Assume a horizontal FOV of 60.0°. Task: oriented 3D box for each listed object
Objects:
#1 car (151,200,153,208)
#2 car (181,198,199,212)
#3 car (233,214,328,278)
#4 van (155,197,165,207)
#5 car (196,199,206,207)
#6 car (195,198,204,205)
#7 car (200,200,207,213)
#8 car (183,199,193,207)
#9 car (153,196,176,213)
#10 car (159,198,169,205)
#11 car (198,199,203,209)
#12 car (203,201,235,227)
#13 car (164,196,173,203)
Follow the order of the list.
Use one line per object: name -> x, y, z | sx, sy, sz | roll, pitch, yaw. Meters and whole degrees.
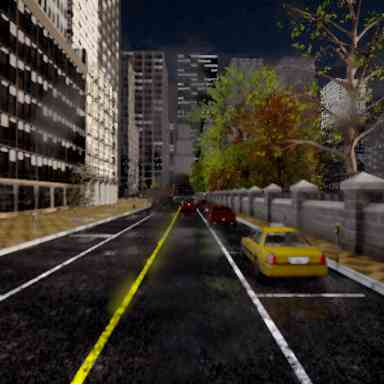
car -> -6.155, 1.829, 59.995 | 2.192, 1.841, 5.009 | 0, 0, -1
car -> -0.443, 1.749, 45.988 | 2.097, 1.767, 4.553 | 0, -1, 0
car -> 2.533, 1.617, 10.248 | 1.752, 1.417, 4.829 | 0, -1, 0
van -> -6.238, 1.901, 65.535 | 1.690, 1.788, 3.998 | 0, 0, -1
car -> 1.787, 2.141, 65.562 | 1.802, 1.307, 4.206 | 0, 0, -1
car -> 1.621, 2.088, 76.661 | 1.967, 1.590, 4.097 | 0, 0, -1
car -> 2.203, 1.910, 37.817 | 1.802, 1.307, 4.206 | 0, 0, -1
car -> -0.764, 2.060, 64.866 | 1.837, 1.490, 4.892 | 0, 0, -1
car -> -3.274, 1.590, 42.553 | 2.150, 2.045, 5.566 | 0, 0, -1
car -> -6.401, 2.172, 76.443 | 1.752, 1.417, 4.829 | 0, 0, -1
car -> 2.119, 1.941, 43.366 | 1.947, 1.339, 4.313 | 0, 0, -1
car -> 2.067, 1.694, 24.634 | 1.882, 1.535, 5.008 | 0, 0, -1
car -> -6.508, 2.097, 93.237 | 2.192, 1.841, 5.009 | 0, 0, -1
